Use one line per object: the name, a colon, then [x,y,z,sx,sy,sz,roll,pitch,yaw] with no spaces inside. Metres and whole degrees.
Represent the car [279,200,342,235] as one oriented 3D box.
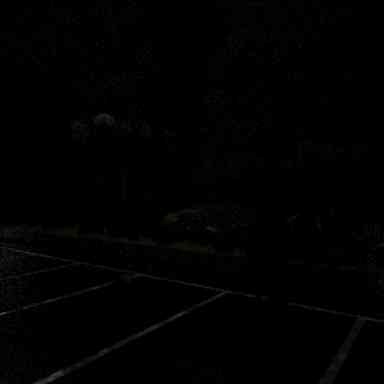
car: [6.036,1.327,16.625,1.932,1.855,4.605,0,0,36]
